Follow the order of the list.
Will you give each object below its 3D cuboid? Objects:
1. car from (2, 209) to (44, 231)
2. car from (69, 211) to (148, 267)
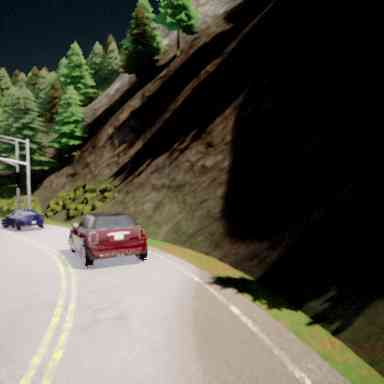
[{"bbox_3d":[-12.884,2.063,25.352,1.812,1.442,4.674,-3,0,-44],"label":"car"},{"bbox_3d":[-3.320,1.508,12.594,2.097,1.767,4.553,-2,0,-27],"label":"car"}]
